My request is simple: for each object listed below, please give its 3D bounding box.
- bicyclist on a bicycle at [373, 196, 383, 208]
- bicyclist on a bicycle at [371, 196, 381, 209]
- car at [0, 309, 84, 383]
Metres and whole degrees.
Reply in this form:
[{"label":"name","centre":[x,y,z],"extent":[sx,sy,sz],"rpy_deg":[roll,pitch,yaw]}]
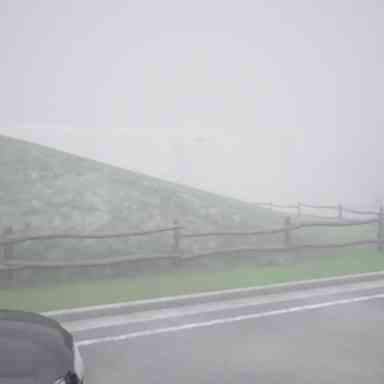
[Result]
[{"label":"bicyclist on a bicycle","centre":[24.435,1.315,43.244],"extent":[1.656,1.620,0.582],"rpy_deg":[0,0,-42]},{"label":"bicyclist on a bicycle","centre":[24.136,1.315,43.574],"extent":[1.656,1.620,0.582],"rpy_deg":[0,0,-42]},{"label":"car","centre":[-3.324,1.490,2.271],"extent":[4.902,1.511,2.128],"rpy_deg":[0,0,-22]}]
